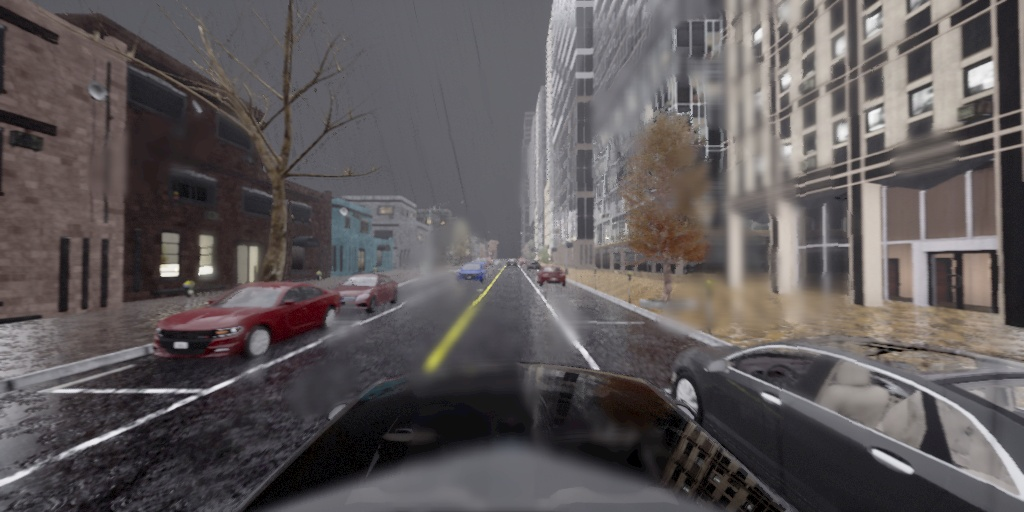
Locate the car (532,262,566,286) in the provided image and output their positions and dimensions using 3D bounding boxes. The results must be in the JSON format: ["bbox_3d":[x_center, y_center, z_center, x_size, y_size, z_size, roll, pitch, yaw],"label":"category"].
[{"bbox_3d":[2.706,1.345,25.339,1.888,1.381,4.507,0,0,0],"label":"car"}]

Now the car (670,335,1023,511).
[{"bbox_3d":[2.795,1.303,2.764,2.007,1.370,4.403,0,0,0],"label":"car"}]

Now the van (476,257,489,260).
[{"bbox_3d":[-5.648,1.230,64.908,1.690,1.789,3.998,0,0,0],"label":"van"}]

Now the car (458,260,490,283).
[{"bbox_3d":[-3.081,1.285,28.563,1.882,1.535,5.008,0,0,0],"label":"car"}]

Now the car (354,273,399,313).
[{"bbox_3d":[-5.715,1.359,14.114,1.802,1.307,4.207,0,0,0],"label":"car"}]

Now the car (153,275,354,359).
[{"bbox_3d":[-5.753,1.310,8.470,1.888,1.381,4.507,0,0,0],"label":"car"}]

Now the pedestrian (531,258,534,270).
[{"bbox_3d":[3.034,1.158,54.255,0.375,1.860,0.375,1,-1,0],"label":"pedestrian"}]

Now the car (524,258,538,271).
[{"bbox_3d":[3.032,1.363,51.294,1.837,1.490,4.892,0,0,0],"label":"car"}]
